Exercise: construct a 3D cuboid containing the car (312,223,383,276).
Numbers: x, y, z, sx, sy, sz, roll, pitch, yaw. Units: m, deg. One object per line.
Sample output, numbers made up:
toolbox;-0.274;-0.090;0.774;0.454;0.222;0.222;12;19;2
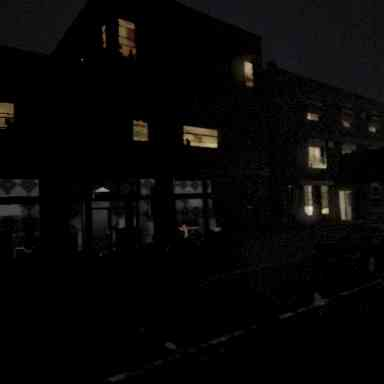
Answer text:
car;5.688;1.735;10.954;4.403;1.369;2.008;-1;-3;-37
